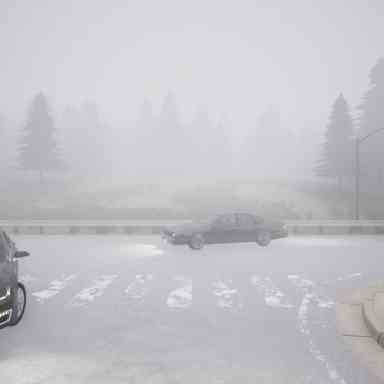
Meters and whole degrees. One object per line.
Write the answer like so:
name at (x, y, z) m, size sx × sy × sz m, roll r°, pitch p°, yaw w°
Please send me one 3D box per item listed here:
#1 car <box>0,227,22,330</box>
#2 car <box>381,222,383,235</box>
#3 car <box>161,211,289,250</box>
car at (-4.457, 1.505, 6.550) m, size 1.837 × 1.490 × 4.892 m, roll 0°, pitch 0°, yaw -28°
car at (11.237, 1.492, 15.070) m, size 4.902 × 1.511 × 2.128 m, roll 0°, pitch 0°, yaw 0°
car at (1.458, 1.547, 14.191) m, size 5.357 × 1.411 × 2.033 m, roll 0°, pitch 0°, yaw -20°
